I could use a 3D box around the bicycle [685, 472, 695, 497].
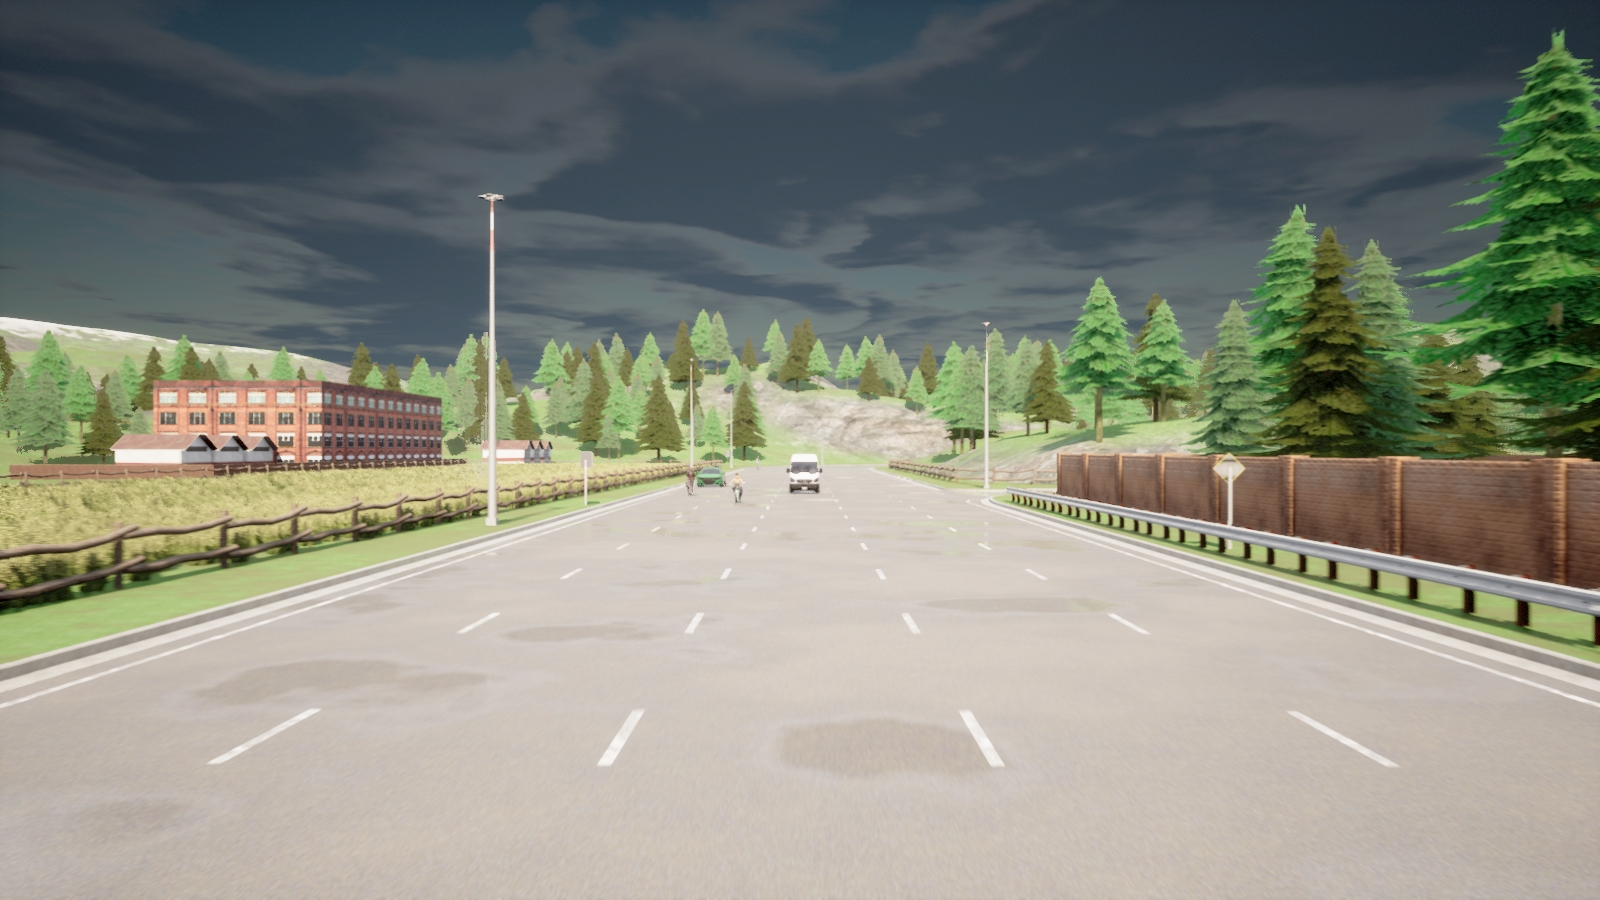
[{"bbox_3d":[-6.601,2.061,68.631,0.329,1.471,1.835,0,0,2],"label":"bicycle"}]

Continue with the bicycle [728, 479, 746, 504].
[{"bbox_3d":[-3.274,2.158,59.491,0.859,1.276,1.487,0,0,0],"label":"bicycle"}]

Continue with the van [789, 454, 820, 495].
[{"bbox_3d":[0.292,1.535,74.688,1.988,2.561,5.915,0,0,0],"label":"van"}]
